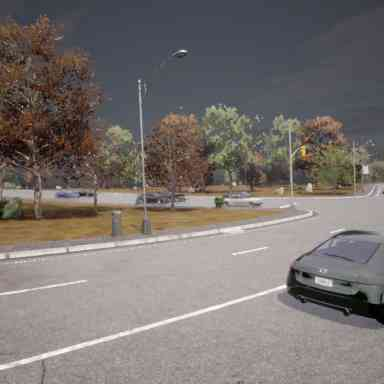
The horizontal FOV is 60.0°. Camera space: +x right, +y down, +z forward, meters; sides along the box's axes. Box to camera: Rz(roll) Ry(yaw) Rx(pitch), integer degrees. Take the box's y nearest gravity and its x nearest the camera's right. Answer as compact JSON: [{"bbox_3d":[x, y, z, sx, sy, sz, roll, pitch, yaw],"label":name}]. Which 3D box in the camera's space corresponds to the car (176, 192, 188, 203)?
[{"bbox_3d":[-2.767,0.622,45.509,4.902,1.511,2.128,1,3,33],"label":"car"}]

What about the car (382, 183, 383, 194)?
[{"bbox_3d":[29.726,-0.835,49.632,2.150,2.045,5.566,-1,2,31],"label":"car"}]

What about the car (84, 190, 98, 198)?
[{"bbox_3d":[-17.712,0.283,55.188,4.718,1.301,1.895,2,4,33],"label":"car"}]

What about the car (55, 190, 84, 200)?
[{"bbox_3d":[-19.624,0.375,52.257,4.674,1.442,1.812,2,4,33],"label":"car"}]

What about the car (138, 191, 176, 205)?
[{"bbox_3d":[-4.870,0.797,42.706,4.892,1.490,1.837,1,3,33],"label":"car"}]

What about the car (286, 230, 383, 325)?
[{"bbox_3d":[3.897,1.516,7.074,4.181,1.385,1.994,-1,0,-38],"label":"car"}]

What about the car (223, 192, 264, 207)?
[{"bbox_3d":[5.331,0.927,36.127,4.718,1.301,1.895,0,2,33],"label":"car"}]
